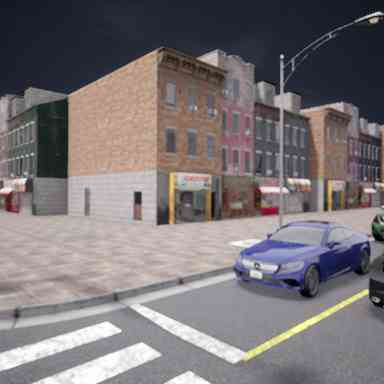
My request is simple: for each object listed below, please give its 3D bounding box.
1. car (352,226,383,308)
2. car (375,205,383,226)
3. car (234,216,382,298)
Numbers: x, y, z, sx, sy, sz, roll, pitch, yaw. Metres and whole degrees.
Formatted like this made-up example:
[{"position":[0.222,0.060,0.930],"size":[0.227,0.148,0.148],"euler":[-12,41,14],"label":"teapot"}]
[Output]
[{"position":[5.266,1.493,6.817],"size":[4.892,1.490,1.837],"euler":[0,0,-43],"label":"car"},{"position":[10.307,1.192,15.337],"size":[5.566,2.045,2.150],"euler":[-1,1,-42],"label":"car"},{"position":[3.084,1.504,8.685],"size":[4.674,1.442,1.812],"euler":[0,0,-43],"label":"car"}]
